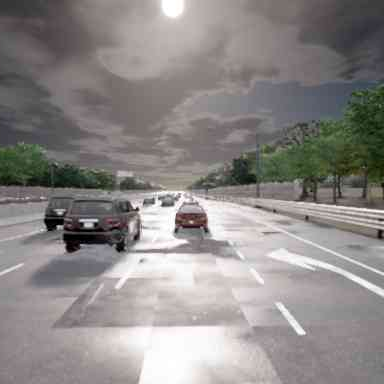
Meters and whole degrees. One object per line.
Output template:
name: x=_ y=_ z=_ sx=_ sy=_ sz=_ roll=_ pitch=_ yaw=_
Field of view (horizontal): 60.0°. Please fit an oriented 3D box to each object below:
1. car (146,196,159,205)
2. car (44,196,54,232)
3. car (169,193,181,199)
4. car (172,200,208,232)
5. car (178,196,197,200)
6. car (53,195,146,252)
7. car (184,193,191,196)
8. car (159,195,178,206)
car: x=-7.363 y=1.472 z=57.936 sx=2.128 sy=1.511 sz=4.902 roll=0 pitch=0 yaw=-1
car: x=-7.050 y=1.223 z=20.401 sx=2.150 sy=2.045 sz=5.566 roll=0 pitch=0 yaw=0
car: x=-4.240 y=1.590 z=83.566 sx=1.895 sy=1.301 sz=4.718 roll=0 pitch=0 yaw=-1
car: x=-0.050 y=1.478 z=20.332 sx=1.882 sy=1.535 sz=5.008 roll=0 pitch=0 yaw=0
car: x=-0.153 y=1.486 z=37.113 sx=2.128 sy=1.511 sz=4.902 roll=0 pitch=0 yaw=0
car: x=-3.524 y=1.223 z=13.988 sx=2.150 sy=2.045 sz=5.566 roll=0 pitch=0 yaw=0
car: x=-0.582 y=1.536 z=73.922 sx=1.994 sy=1.385 sz=4.181 roll=0 pitch=0 yaw=-1
car: x=-3.816 y=1.546 z=53.911 sx=1.994 sy=1.385 sz=4.181 roll=0 pitch=0 yaw=-1
